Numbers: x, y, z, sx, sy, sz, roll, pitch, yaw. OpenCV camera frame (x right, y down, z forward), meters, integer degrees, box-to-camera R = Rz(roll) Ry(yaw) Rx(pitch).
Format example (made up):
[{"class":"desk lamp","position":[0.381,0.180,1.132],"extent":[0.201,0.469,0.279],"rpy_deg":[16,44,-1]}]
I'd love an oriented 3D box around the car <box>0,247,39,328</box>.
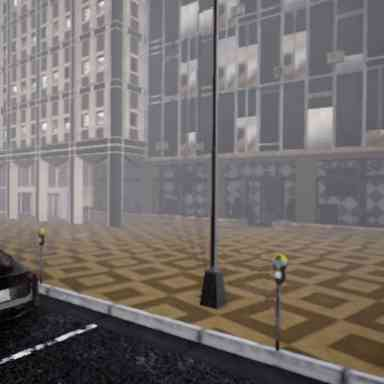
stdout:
[{"class":"car","position":[-4.538,1.589,6.083],"extent":[4.313,1.339,1.947],"rpy_deg":[0,1,35]}]
